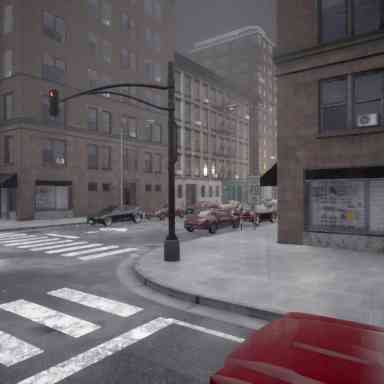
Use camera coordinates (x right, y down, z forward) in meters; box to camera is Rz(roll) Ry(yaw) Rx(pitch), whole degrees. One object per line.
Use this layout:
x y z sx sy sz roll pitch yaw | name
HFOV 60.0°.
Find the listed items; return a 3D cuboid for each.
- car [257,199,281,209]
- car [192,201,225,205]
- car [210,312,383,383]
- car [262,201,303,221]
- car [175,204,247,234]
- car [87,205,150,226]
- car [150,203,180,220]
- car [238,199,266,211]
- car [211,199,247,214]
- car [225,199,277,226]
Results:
10.695 1.601 45.983 1.802 1.307 4.206 0 0 36 | car
1.067 1.565 32.516 1.887 1.381 4.507 0 0 36 | car
2.381 1.601 1.991 4.718 1.301 1.895 0 0 36 | car
7.696 1.495 27.990 1.752 1.417 4.829 0 0 36 | car
1.178 1.555 18.872 1.802 1.307 4.206 0 0 36 | car
-5.352 1.590 23.538 1.947 1.339 4.313 0 0 36 | car
-2.142 1.604 28.027 1.802 1.307 4.206 0 0 36 | car
7.486 1.600 41.494 1.802 1.307 4.206 0 0 36 | car
4.177 1.544 36.867 1.752 1.417 4.829 0 0 36 | car
4.387 1.412 23.362 1.967 1.590 4.097 0 0 36 | car
